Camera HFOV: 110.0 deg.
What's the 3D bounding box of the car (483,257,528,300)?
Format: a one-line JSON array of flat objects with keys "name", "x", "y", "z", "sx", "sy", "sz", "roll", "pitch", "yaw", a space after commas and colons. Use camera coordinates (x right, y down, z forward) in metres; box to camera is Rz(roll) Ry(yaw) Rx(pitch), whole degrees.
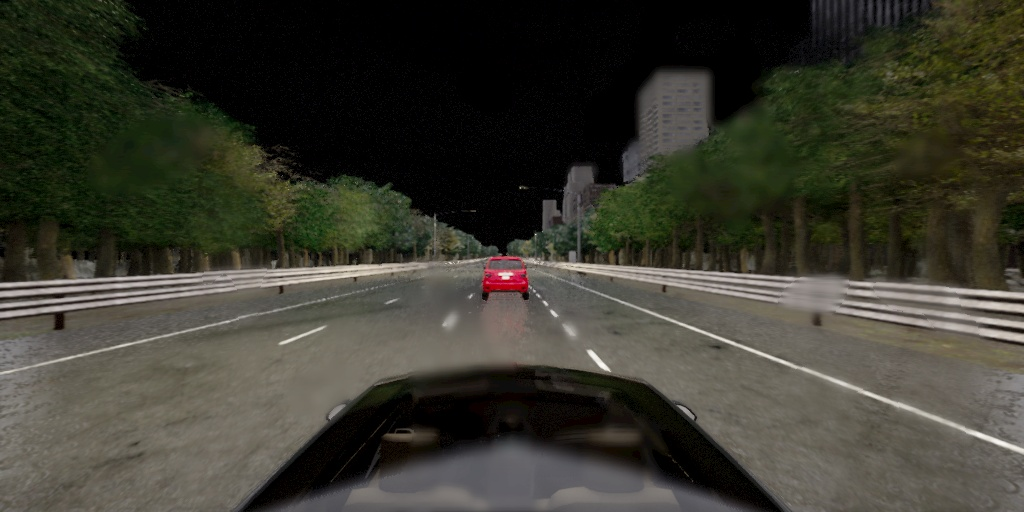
[{"name": "car", "x": -0.342, "y": 1.073, "z": 18.762, "sx": 2.150, "sy": 2.045, "sz": 5.566, "roll": 0, "pitch": 0, "yaw": -1}]
